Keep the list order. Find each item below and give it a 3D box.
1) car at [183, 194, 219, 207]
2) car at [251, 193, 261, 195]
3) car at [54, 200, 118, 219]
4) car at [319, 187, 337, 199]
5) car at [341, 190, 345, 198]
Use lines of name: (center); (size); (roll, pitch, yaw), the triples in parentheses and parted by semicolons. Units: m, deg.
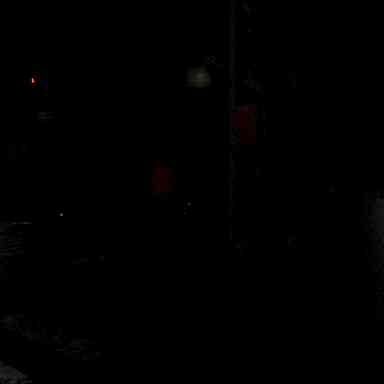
car: (1.218, 0.938, 38.721); (2.033, 1.411, 5.357); (0, 1, 35)
car: (10.692, 0.390, 52.142); (1.994, 1.385, 4.181); (0, 1, 35)
car: (-8.039, 1.272, 25.455); (1.895, 1.301, 4.718); (0, 1, 35)
car: (24.951, 0.106, 61.056); (2.150, 2.045, 5.566); (0, 1, 35)
car: (28.202, 0.379, 60.027); (1.837, 1.490, 4.892); (0, 1, 34)
